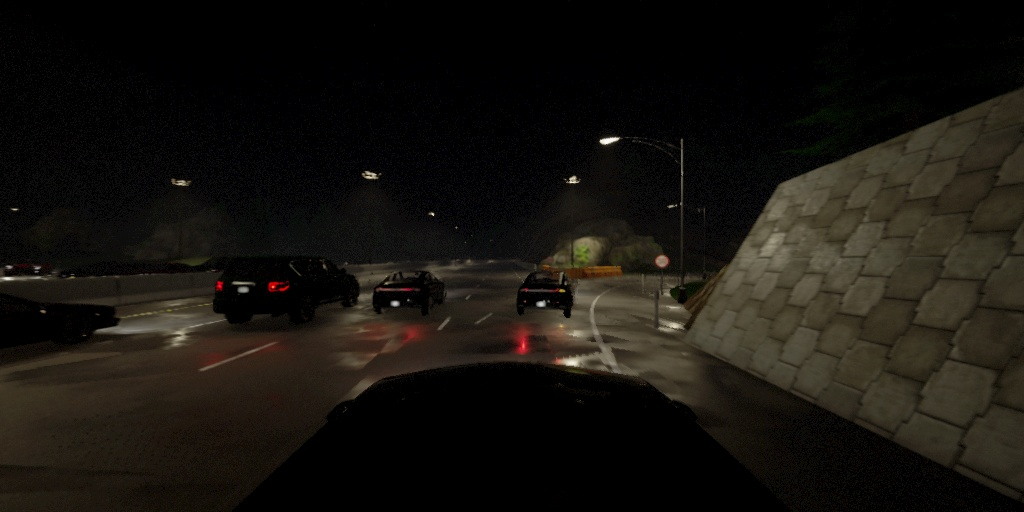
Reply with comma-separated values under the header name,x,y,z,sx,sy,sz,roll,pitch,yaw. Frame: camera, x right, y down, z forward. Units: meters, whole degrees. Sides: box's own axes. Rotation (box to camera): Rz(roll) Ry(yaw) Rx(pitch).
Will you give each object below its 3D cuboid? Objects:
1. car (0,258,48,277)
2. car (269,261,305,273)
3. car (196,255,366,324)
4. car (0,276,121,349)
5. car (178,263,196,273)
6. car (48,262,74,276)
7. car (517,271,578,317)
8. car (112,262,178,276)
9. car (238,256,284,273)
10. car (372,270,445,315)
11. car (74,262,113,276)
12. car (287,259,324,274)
name,x,y,z,sx,sy,sz,roll,pitch,yaw
car,-46.021,1.034,34.206,2.097,1.767,4.553,1,0,-43
car,-29.267,1.391,46.881,1.812,1.442,4.674,0,0,-1
car,-7.220,0.997,12.224,2.150,2.045,5.566,0,0,-1
car,-10.574,1.264,6.356,2.033,1.411,5.357,0,0,-1
car,-21.815,1.008,27.512,2.150,2.045,5.566,0,-1,-1
car,-32.331,1.230,28.248,1.837,1.490,4.892,0,0,-1
car,1.443,1.329,13.754,2.128,1.511,4.902,0,0,12
car,-25.282,1.233,26.145,1.882,1.535,5.008,0,-1,-1
car,-32.758,1.066,47.012,2.150,2.045,5.566,0,0,-1
car,-3.761,1.298,13.779,2.128,1.511,4.902,0,0,-1
car,-28.801,1.246,26.890,1.837,1.490,4.892,0,-1,-1
car,-25.738,1.227,44.922,2.097,1.767,4.553,0,0,-1
